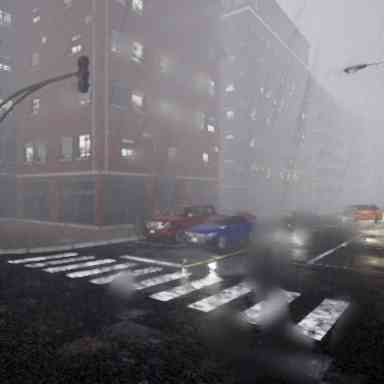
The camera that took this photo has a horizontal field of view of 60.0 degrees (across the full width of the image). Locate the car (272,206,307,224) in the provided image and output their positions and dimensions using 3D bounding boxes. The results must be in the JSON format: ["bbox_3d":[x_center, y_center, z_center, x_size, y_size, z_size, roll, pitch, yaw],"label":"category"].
[{"bbox_3d":[9.345,2.118,31.630,1.752,1.417,4.829,-1,-2,35],"label":"car"}]

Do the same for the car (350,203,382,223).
[{"bbox_3d":[17.724,2.076,33.416,2.097,1.767,4.553,0,-1,35],"label":"car"}]

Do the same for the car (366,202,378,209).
[{"bbox_3d":[42.366,3.176,78.242,1.887,1.381,4.507,-1,-2,35],"label":"car"}]

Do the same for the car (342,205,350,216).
[{"bbox_3d":[21.085,2.408,43.550,1.837,1.490,4.892,0,-1,36],"label":"car"}]

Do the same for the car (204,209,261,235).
[{"bbox_3d":[2.858,1.934,22.473,1.887,1.381,4.507,-1,-2,35],"label":"car"}]

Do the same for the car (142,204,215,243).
[{"bbox_3d":[-0.434,1.601,17.831,2.192,1.841,5.009,-1,-2,35],"label":"car"}]

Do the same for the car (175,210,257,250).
[{"bbox_3d":[1.503,1.814,16.087,1.812,1.442,4.674,0,-1,37],"label":"car"}]

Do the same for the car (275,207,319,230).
[{"bbox_3d":[8.200,2.098,25.509,1.895,1.301,4.718,0,-1,35],"label":"car"}]

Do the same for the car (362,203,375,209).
[{"bbox_3d":[39.074,3.073,73.594,1.887,1.381,4.507,-1,-2,35],"label":"car"}]

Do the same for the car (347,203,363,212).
[{"bbox_3d":[29.197,2.761,59.652,1.887,1.381,4.507,-1,-2,35],"label":"car"}]
